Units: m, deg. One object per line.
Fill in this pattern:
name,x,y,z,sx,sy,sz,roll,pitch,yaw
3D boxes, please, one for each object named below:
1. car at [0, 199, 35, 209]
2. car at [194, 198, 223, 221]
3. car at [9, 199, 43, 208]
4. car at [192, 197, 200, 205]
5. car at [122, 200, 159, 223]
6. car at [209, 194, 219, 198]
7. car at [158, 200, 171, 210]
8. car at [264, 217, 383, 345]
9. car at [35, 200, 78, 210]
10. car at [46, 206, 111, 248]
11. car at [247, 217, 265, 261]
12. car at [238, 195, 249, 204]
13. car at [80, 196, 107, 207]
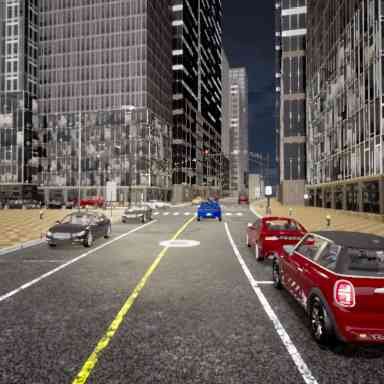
car,-22.402,1.653,43.217,4.403,1.369,2.008,0,-1,13
car,1.478,1.494,27.135,1.882,1.535,5.008,0,0,5
car,-26.037,1.833,52.177,4.403,1.369,2.008,0,-1,13
car,1.158,1.641,62.528,1.752,1.417,4.829,1,0,12
car,-4.130,1.574,25.665,2.008,1.369,4.403,1,0,5
car,5.152,1.491,78.767,2.192,1.841,5.009,1,0,14
car,-5.240,1.699,43.956,4.718,1.301,1.895,-1,-1,30
car,2.814,1.441,6.327,1.967,1.590,4.097,1,0,2
car,-16.961,1.637,41.927,4.313,1.339,1.947,0,-1,13
car,-4.881,1.561,14.875,2.008,1.369,4.403,1,0,3
car,3.006,1.547,11.967,1.887,1.381,4.507,1,0,3
car,10.075,1.411,65.083,2.192,1.841,5.009,1,0,13
car,-15.150,1.535,49.599,5.009,1.841,2.192,0,-1,13
